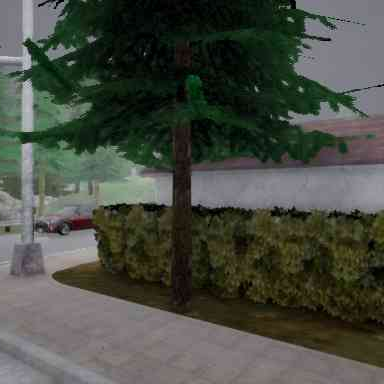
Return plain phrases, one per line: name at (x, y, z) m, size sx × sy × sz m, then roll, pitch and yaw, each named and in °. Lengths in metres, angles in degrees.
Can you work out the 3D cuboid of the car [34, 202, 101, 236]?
car at (-7.086, 1.543, 20.219) m, size 2.097 × 1.767 × 4.553 m, roll 0°, pitch 0°, yaw 35°
